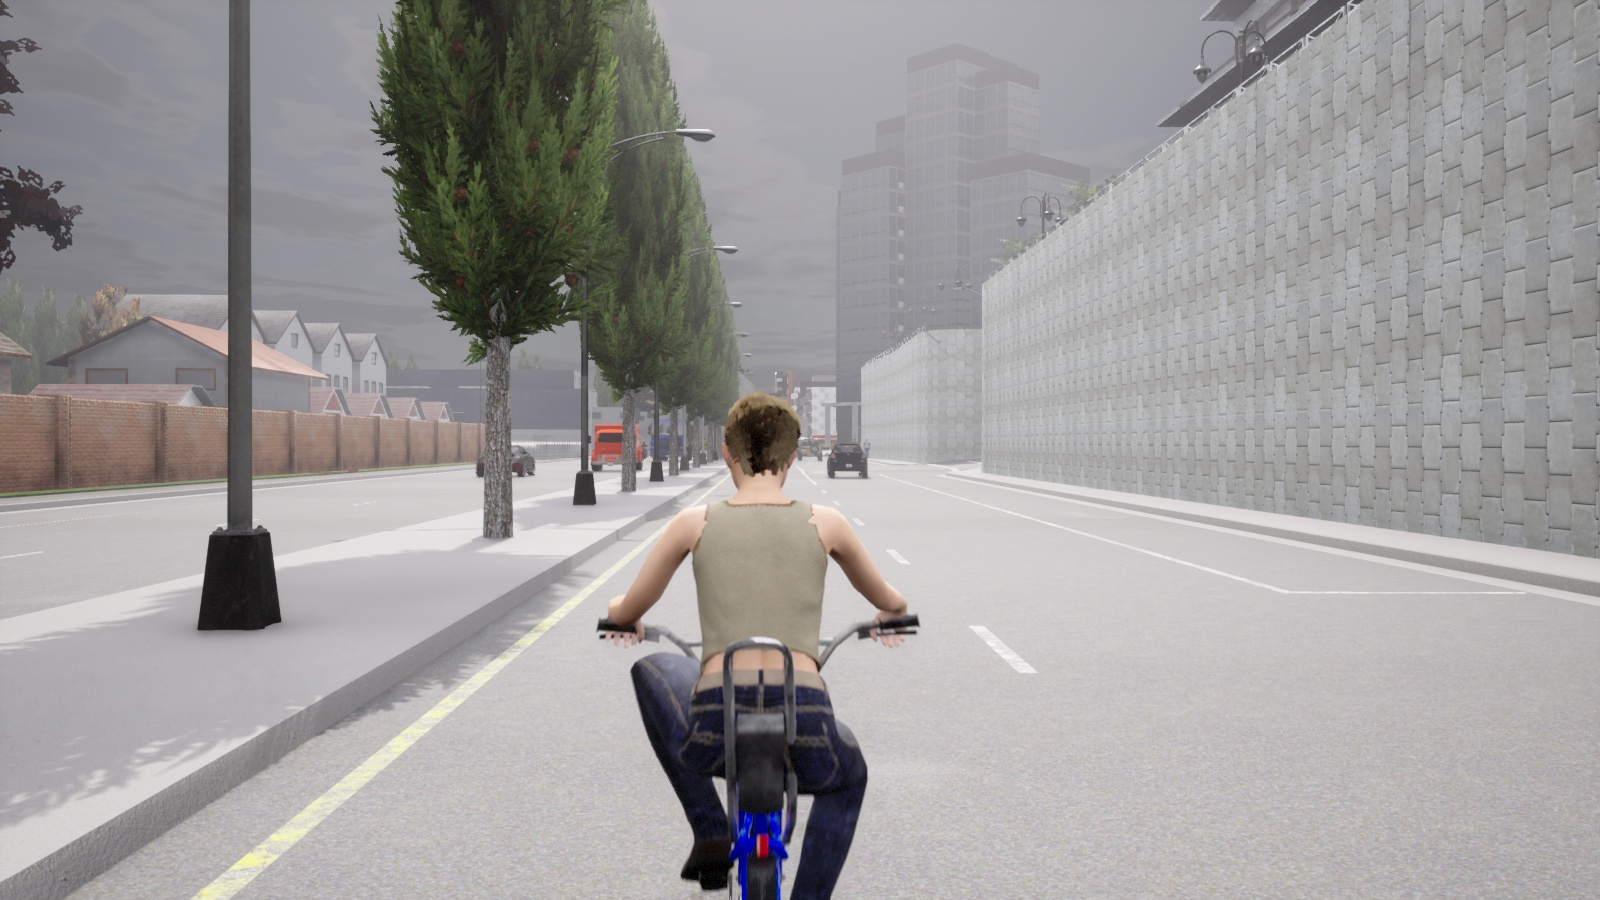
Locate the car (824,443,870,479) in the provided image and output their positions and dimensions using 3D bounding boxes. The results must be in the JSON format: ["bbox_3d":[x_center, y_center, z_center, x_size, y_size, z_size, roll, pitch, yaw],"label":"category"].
[{"bbox_3d":[2.049,0.463,55.441,1.845,1.501,3.633,0,0,-1],"label":"car"}]

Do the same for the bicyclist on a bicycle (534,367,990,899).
[{"bbox_3d":[-0.097,0.667,3.142,0.866,1.612,1.509,0,-1,-2],"label":"bicyclist on a bicycle"}]

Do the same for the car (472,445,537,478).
[{"bbox_3d":[-12.938,0.465,55.260,1.994,1.385,4.181,0,0,-2],"label":"car"}]

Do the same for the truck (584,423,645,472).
[{"bbox_3d":[-9.727,-0.140,66.265,2.627,2.467,5.204,0,1,-2],"label":"truck"}]
